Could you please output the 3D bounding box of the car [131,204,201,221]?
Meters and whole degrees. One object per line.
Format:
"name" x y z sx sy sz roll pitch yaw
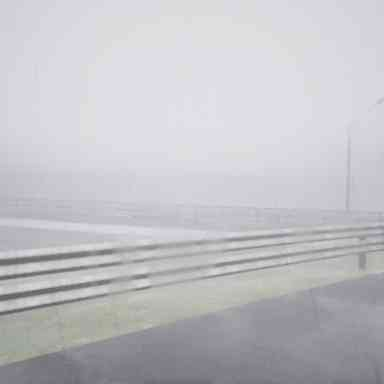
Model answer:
"car" -1.969 1.639 25.905 5.357 1.411 2.033 2 -1 9

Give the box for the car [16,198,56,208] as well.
"car" -18.305 1.420 39.003 4.718 1.301 1.895 1 -1 25
